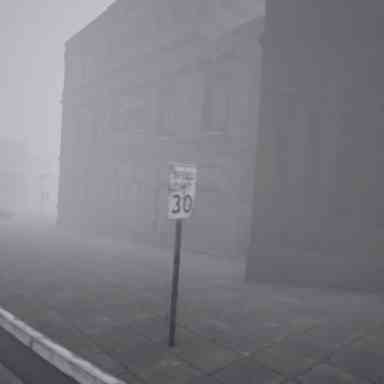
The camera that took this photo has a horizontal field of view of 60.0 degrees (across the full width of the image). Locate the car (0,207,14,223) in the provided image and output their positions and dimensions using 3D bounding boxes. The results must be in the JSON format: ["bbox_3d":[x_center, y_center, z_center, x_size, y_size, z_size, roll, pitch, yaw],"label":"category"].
[{"bbox_3d":[-19.326,2.148,32.936,1.882,1.535,5.008,3,-2,-8],"label":"car"}]
